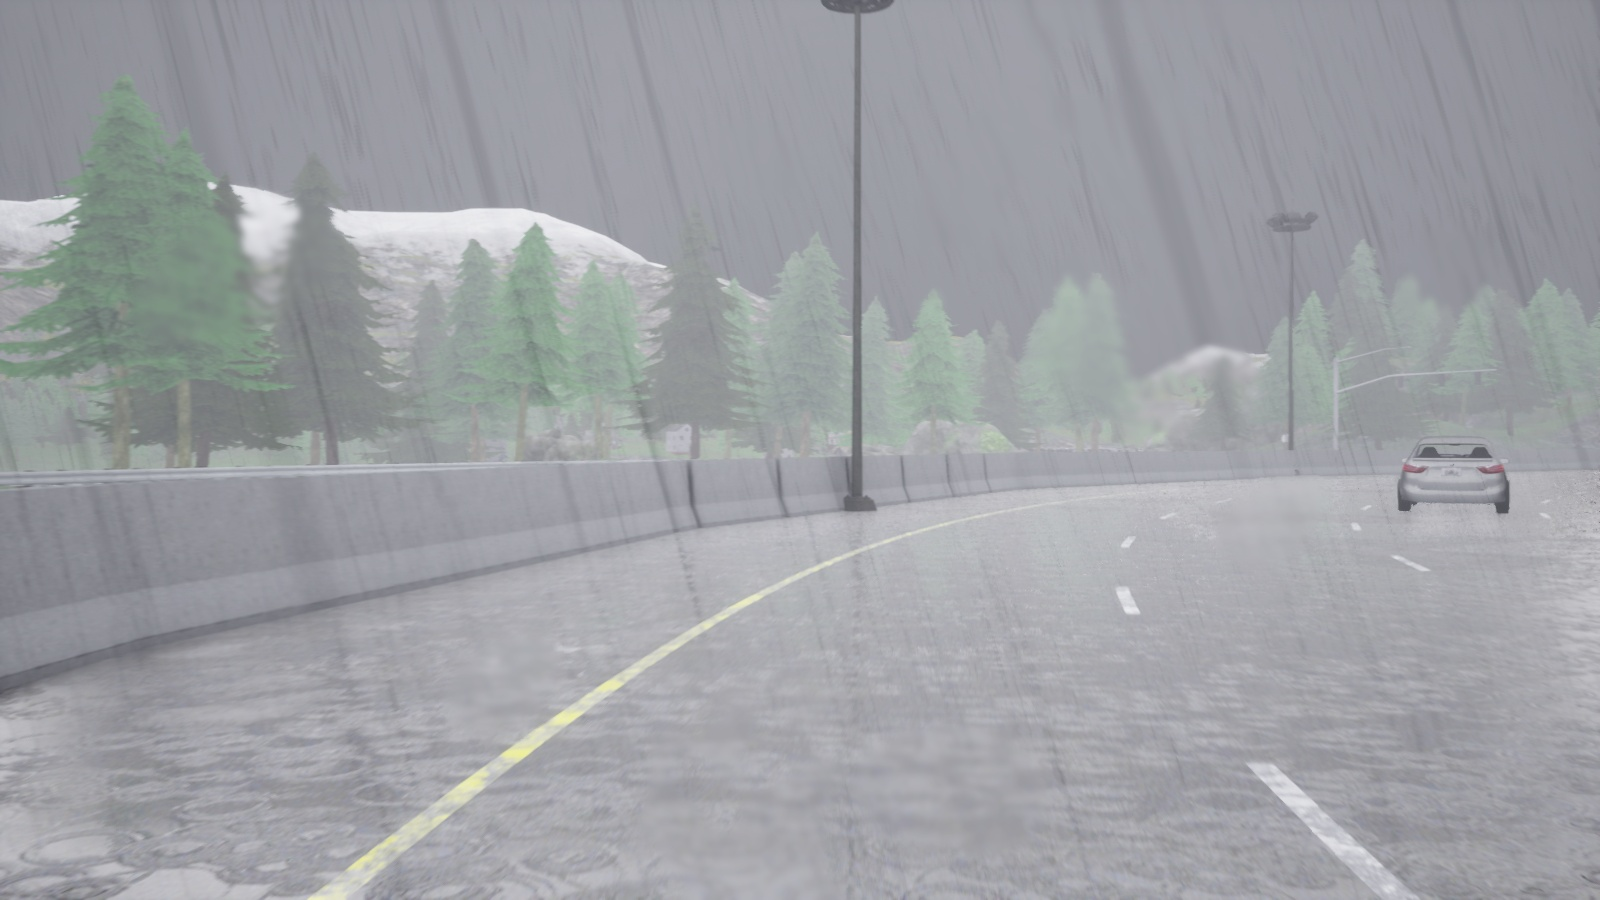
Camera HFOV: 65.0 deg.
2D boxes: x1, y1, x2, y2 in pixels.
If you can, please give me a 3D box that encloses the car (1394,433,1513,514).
[{"bbox_3d":[14.934,0.474,28.668,2.242,1.667,4.611,0,0,28],"label":"car"}]
